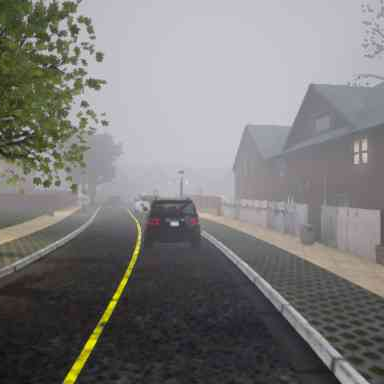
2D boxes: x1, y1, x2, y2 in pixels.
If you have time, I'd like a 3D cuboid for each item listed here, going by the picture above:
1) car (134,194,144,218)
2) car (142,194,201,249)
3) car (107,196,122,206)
[{"bbox_3d":[-3.853,1.186,29.684,2.150,2.045,5.566,0,0,-14],"label":"car"},{"bbox_3d":[-0.974,1.256,14.817,2.150,2.045,5.566,0,0,-7],"label":"car"},{"bbox_3d":[-11.239,1.273,48.370,1.882,1.535,5.008,0,0,-14],"label":"car"}]
